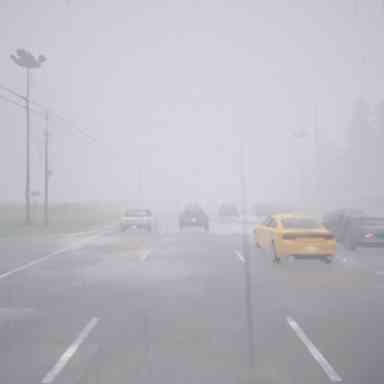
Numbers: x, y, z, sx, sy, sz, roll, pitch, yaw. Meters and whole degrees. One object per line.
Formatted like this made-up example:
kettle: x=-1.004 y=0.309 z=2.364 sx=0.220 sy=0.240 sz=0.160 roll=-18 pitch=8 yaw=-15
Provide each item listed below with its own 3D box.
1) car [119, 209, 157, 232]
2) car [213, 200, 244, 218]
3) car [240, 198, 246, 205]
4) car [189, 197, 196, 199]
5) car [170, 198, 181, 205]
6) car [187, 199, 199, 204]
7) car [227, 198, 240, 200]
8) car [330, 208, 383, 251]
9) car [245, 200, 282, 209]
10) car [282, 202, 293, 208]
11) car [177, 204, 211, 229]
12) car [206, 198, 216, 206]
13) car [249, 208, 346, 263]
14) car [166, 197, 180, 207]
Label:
car: x=-3.372 y=1.780 z=21.738 sx=1.895 sy=1.301 sz=4.718 roll=0 pitch=0 yaw=0
car: x=3.643 y=1.823 z=33.858 sx=2.033 sy=1.411 sz=5.357 roll=0 pitch=0 yaw=0
car: x=10.589 y=2.094 z=70.336 sx=2.128 sy=1.511 sz=4.902 roll=0 pitch=0 yaw=0
car: x=0.089 y=1.925 z=70.320 sx=2.097 sy=1.767 sz=4.553 roll=0 pitch=0 yaw=0
car: x=-3.412 y=1.940 z=69.941 sx=2.033 sy=1.411 sz=5.357 roll=0 pitch=0 yaw=0
car: x=0.150 y=1.888 z=39.854 sx=1.994 sy=1.385 sz=4.181 roll=0 pitch=0 yaw=0
car: x=7.087 y=2.020 z=61.011 sx=1.812 sy=1.442 sz=4.674 roll=0 pitch=0 yaw=0
car: x=7.119 y=1.668 z=14.663 sx=2.033 sy=1.411 sz=5.357 roll=0 pitch=0 yaw=0
car: x=7.142 y=1.823 z=33.856 sx=2.033 sy=1.411 sz=5.357 roll=0 pitch=0 yaw=0
car: x=10.651 y=1.888 z=39.936 sx=1.994 sy=1.385 sz=4.181 roll=0 pitch=0 yaw=0
car: x=0.129 y=1.753 z=23.077 sx=1.994 sy=1.385 sz=4.181 roll=0 pitch=0 yaw=0
car: x=3.586 y=1.845 z=60.864 sx=2.097 sy=1.767 sz=4.553 roll=0 pitch=-1 yaw=0
car: x=3.616 y=1.581 z=12.511 sx=1.882 sy=1.535 sz=5.008 roll=0 pitch=0 yaw=0
car: x=-3.424 y=1.839 z=59.908 sx=2.097 sy=1.767 sz=4.553 roll=0 pitch=0 yaw=0
